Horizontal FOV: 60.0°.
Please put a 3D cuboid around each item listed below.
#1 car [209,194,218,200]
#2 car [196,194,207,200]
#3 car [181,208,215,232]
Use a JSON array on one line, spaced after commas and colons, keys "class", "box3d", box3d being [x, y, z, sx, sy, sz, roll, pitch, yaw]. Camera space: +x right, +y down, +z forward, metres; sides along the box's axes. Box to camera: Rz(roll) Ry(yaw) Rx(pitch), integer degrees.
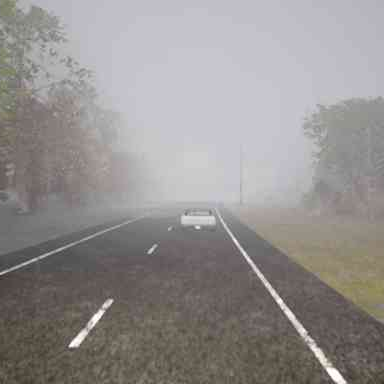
[{"class": "car", "box3d": [5.770, 1.687, 93.757, 1.895, 1.301, 4.718, 1, 0, 7]}, {"class": "car", "box3d": [2.192, 1.583, 93.271, 2.128, 1.511, 4.902, 1, 0, 7]}, {"class": "car", "box3d": [0.412, 1.615, 20.253, 1.895, 1.301, 4.718, 1, 0, 2]}]
